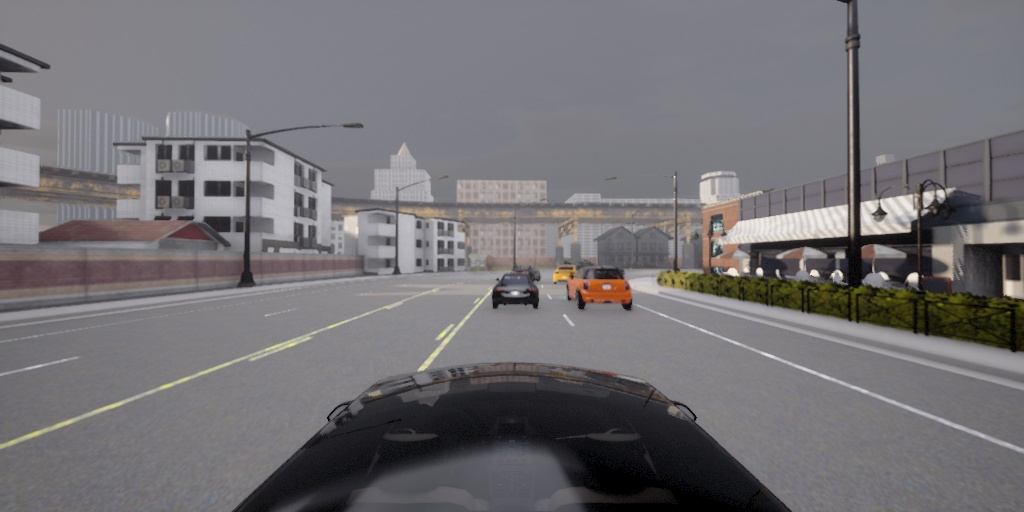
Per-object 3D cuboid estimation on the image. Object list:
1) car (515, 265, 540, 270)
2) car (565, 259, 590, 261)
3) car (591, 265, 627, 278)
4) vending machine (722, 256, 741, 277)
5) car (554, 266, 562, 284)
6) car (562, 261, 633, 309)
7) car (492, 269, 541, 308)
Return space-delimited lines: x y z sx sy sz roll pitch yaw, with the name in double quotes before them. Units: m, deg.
"car" 1.238 1.526 30.614 2.128 1.511 4.902 0 0 15
"car" 8.228 1.367 42.470 5.566 2.045 2.150 0 -1 -44
"car" 10.859 1.692 40.098 4.181 1.385 1.994 0 -1 -43
"vending machine" 24.538 1.325 40.092 0.880 2.100 1.100 0 0 -5
"car" 4.702 1.505 29.938 1.882 1.535 5.008 0 0 16
"car" 3.668 1.239 15.807 2.097 1.767 4.553 0 -1 1
"car" 0.176 1.455 16.072 1.994 1.385 4.181 0 -1 1
